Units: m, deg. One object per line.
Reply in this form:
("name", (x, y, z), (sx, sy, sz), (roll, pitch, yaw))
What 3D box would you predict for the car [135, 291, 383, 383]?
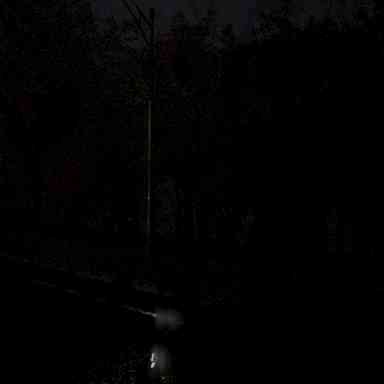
("car", (1.520, 1.564, 2.601), (4.181, 1.385, 1.994), (0, 0, 36))
